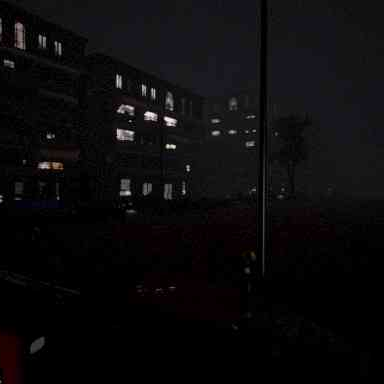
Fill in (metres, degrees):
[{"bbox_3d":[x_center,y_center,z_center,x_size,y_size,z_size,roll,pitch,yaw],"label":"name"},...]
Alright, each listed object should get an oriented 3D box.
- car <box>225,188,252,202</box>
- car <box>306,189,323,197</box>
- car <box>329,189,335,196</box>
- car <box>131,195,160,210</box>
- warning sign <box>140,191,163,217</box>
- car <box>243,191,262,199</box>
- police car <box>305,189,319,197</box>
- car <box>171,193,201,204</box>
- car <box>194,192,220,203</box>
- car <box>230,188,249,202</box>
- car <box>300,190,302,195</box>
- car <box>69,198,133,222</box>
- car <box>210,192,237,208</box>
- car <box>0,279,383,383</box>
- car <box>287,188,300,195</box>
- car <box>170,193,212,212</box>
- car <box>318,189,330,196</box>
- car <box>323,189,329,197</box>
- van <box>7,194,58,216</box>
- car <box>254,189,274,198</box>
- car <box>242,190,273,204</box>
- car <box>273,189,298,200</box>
[{"bbox_3d":[7.697,0.406,54.318,2.150,2.045,5.566,1,1,35],"label":"car"},{"bbox_3d":[25.180,0.446,69.440,2.008,1.369,4.403,2,2,35],"label":"car"},{"bbox_3d":[34.729,0.079,83.145,1.967,1.590,4.097,2,2,35],"label":"car"},{"bbox_3d":[-5.482,1.056,35.572,1.837,1.490,4.892,1,1,35],"label":"car"},{"bbox_3d":[-3.033,0.851,24.820,1.300,1.860,1.060,-1,0,35],"label":"warning sign"},{"bbox_3d":[11.840,0.526,64.950,1.752,1.417,4.829,2,2,35],"label":"car"},{"bbox_3d":[27.726,0.191,76.622,1.930,1.638,5.238,0,1,32],"label":"police car"},{"bbox_3d":[-0.796,0.910,46.812,1.947,1.339,4.313,2,2,35],"label":"car"},{"bbox_3d":[2.387,0.808,51.382,2.008,1.369,4.403,2,2,35],"label":"car"},{"bbox_3d":[7.516,0.644,48.724,2.097,1.767,4.553,1,1,35],"label":"car"},{"bbox_3d":[27.852,0.115,87.938,1.887,1.381,4.507,2,2,35],"label":"car"},{"bbox_3d":[-6.653,1.329,23.745,1.947,1.339,4.313,2,2,35],"label":"car"},{"bbox_3d":[2.896,1.051,37.452,2.008,1.369,4.403,2,2,35],"label":"car"},{"bbox_3d":[-0.308,1.544,3.091,4.507,1.381,1.887,0,0,36],"label":"car"},{"bbox_3d":[24.672,-0.029,83.362,2.192,1.841,5.009,2,2,35],"label":"car"},{"bbox_3d":[-0.287,1.132,32.882,1.887,1.381,4.507,2,2,35],"label":"car"},{"bbox_3d":[33.656,0.069,84.792,1.801,1.575,5.366,1,1,35],"label":"car"},{"bbox_3d":[28.362,0.361,74.008,2.008,1.369,4.403,2,2,35],"label":"car"},{"bbox_3d":[-13.526,1.035,28.529,1.690,1.788,3.998,2,2,35],"label":"van"},{"bbox_3d":[15.123,0.227,69.654,2.192,1.841,5.009,2,2,35],"label":"car"},{"bbox_3d":[9.263,0.877,46.592,2.008,1.369,4.403,2,2,35],"label":"car"},{"bbox_3d":[15.727,0.676,55.870,1.752,1.417,4.829,2,2,35],"label":"car"}]
